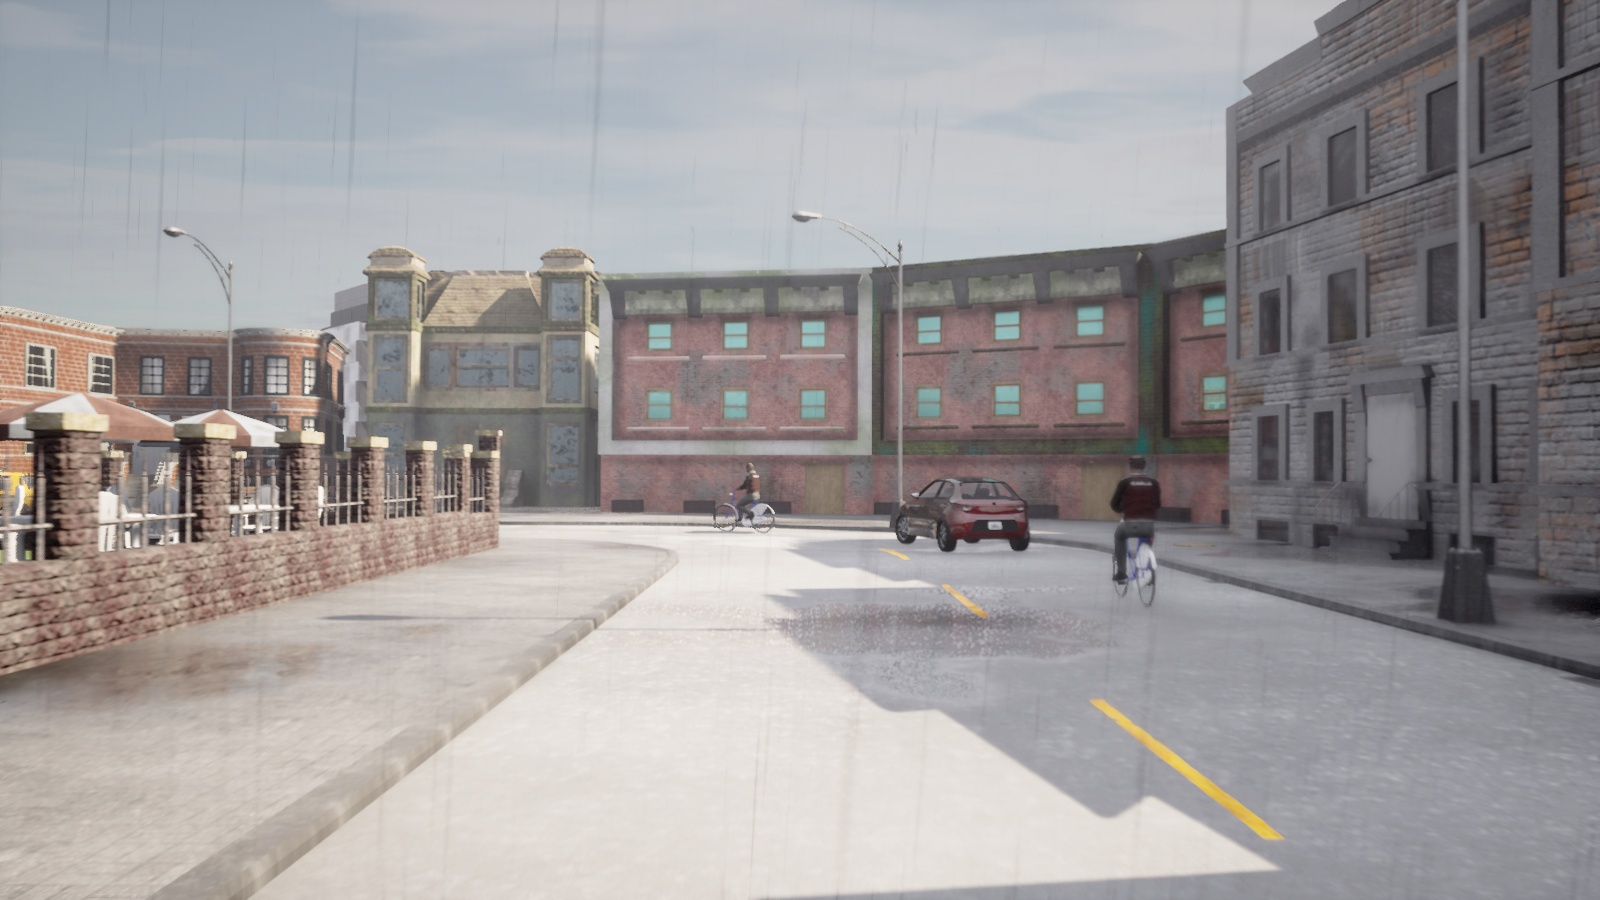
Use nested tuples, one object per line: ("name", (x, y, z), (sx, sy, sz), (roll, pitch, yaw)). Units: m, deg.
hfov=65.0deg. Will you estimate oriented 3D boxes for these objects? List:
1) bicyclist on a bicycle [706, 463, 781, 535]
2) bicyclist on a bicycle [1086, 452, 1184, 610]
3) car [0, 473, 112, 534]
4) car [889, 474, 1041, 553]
("bicyclist on a bicycle", (-1.425, 1.223, 31.684), (1.843, 1.776, 0.659), (-1, -1, 32))
("bicyclist on a bicycle", (3.963, 0.921, 14.998), (0.659, 1.776, 1.843), (0, -1, 0))
("car", (-21.522, 1.400, 33.479), (5.366, 1.575, 1.801), (0, -1, 0))
("car", (3.314, 1.253, 26.077), (1.816, 1.474, 4.193), (0, -1, -12))
